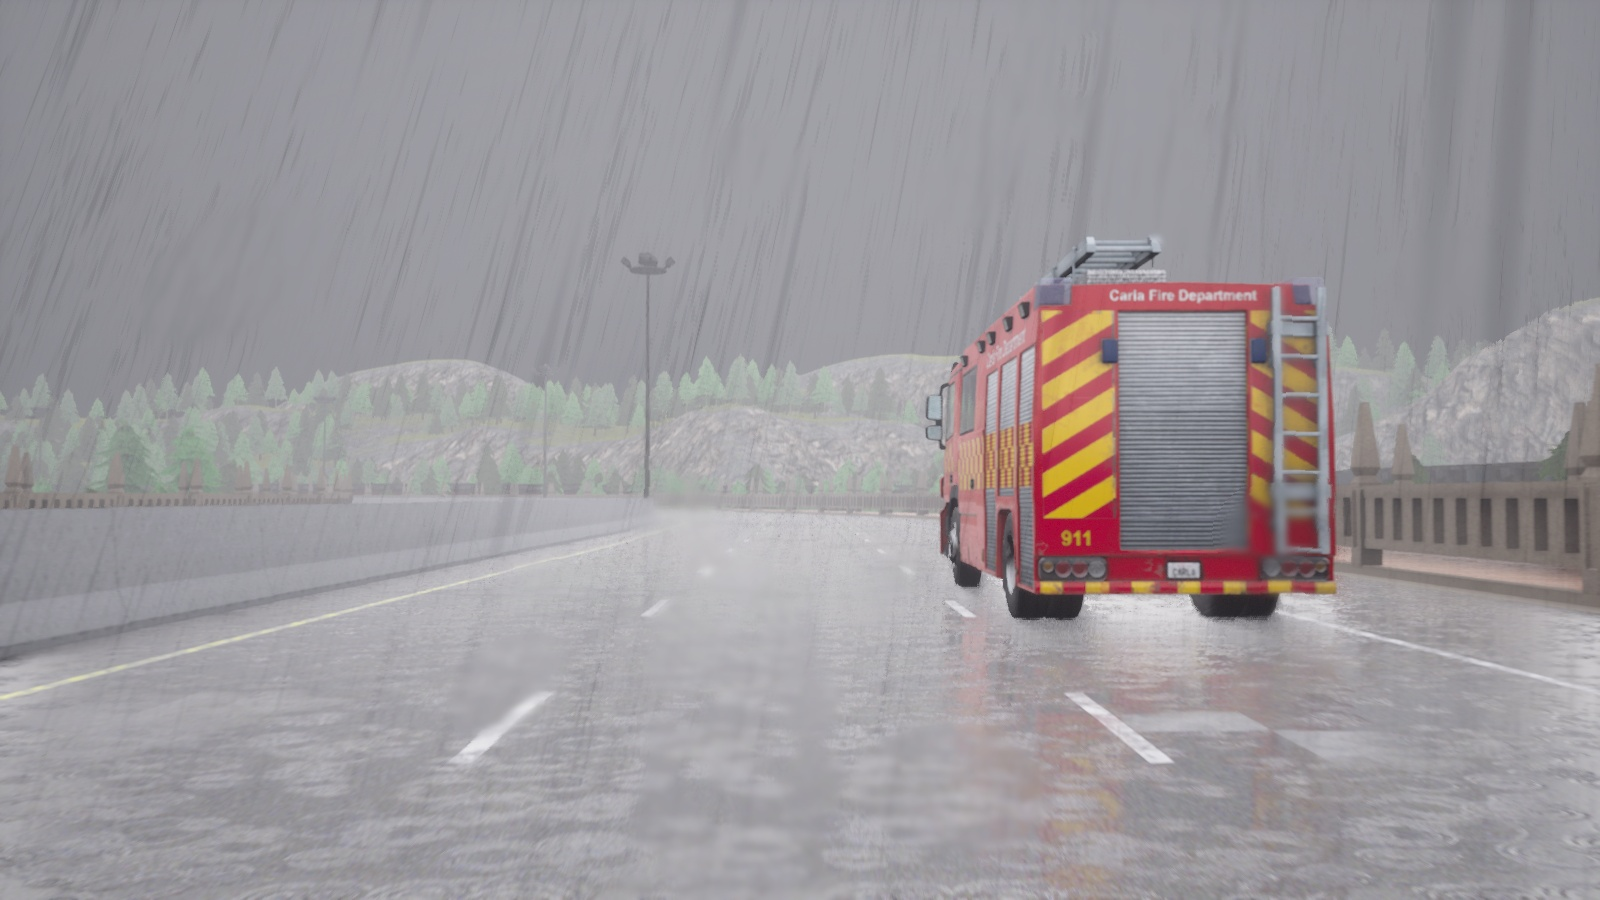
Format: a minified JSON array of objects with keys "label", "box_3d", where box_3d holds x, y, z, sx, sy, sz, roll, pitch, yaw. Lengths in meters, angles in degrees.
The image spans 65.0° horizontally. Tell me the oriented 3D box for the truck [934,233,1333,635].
[{"label":"truck","box_3d":[3.610,-0.013,16.162,2.891,3.827,8.468,0,-2,0]}]
